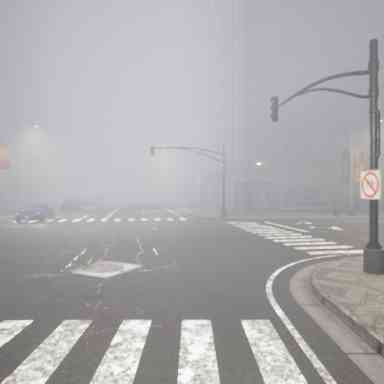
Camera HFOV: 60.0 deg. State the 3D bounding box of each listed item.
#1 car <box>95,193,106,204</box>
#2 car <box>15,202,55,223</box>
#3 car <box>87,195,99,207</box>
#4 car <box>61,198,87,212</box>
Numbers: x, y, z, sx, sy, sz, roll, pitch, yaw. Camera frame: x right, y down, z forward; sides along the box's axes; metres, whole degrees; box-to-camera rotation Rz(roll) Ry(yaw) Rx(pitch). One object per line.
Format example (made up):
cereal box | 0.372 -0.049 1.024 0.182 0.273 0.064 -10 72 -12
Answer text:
car | -18.442 1.277 66.712 2.150 2.045 5.566 0 0 -9
car | -11.916 1.523 25.550 1.812 1.442 4.674 0 0 -9
car | -16.042 1.574 51.320 1.994 1.385 4.181 0 0 -9
car | -14.160 1.482 39.605 1.882 1.535 5.008 0 0 -9
